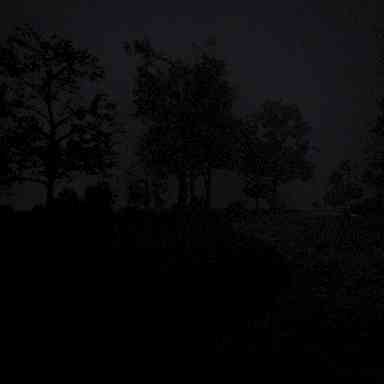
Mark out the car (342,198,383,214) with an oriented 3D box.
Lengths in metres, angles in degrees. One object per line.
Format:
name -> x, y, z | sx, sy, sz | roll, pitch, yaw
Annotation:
car -> 18.320, 1.448, 34.907 | 5.008, 1.535, 1.882 | 0, -1, -3
